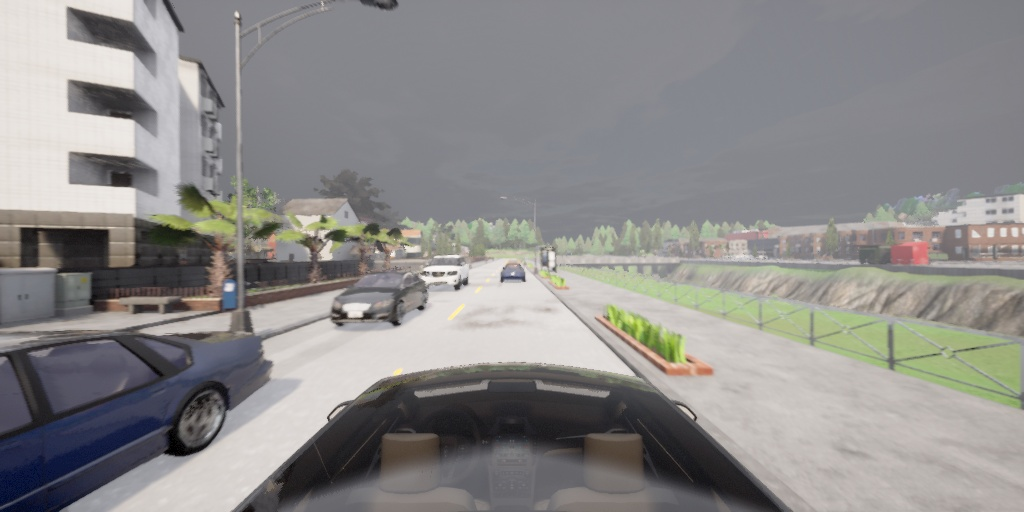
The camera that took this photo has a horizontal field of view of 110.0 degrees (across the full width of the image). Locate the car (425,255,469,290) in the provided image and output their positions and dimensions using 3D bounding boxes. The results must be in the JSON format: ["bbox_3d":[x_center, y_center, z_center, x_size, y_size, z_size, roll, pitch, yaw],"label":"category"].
[{"bbox_3d":[-4.034,0.960,22.523,2.150,2.045,5.566,-1,0,1],"label":"car"}]

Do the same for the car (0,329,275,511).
[{"bbox_3d":[-4.103,1.334,2.402,2.033,1.411,5.357,-1,0,0],"label":"car"}]

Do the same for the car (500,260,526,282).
[{"bbox_3d":[0.101,1.251,28.325,1.994,1.385,4.181,-1,0,1],"label":"car"}]

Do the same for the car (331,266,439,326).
[{"bbox_3d":[-4.082,1.256,11.799,2.128,1.511,4.902,-1,0,0],"label":"car"}]
